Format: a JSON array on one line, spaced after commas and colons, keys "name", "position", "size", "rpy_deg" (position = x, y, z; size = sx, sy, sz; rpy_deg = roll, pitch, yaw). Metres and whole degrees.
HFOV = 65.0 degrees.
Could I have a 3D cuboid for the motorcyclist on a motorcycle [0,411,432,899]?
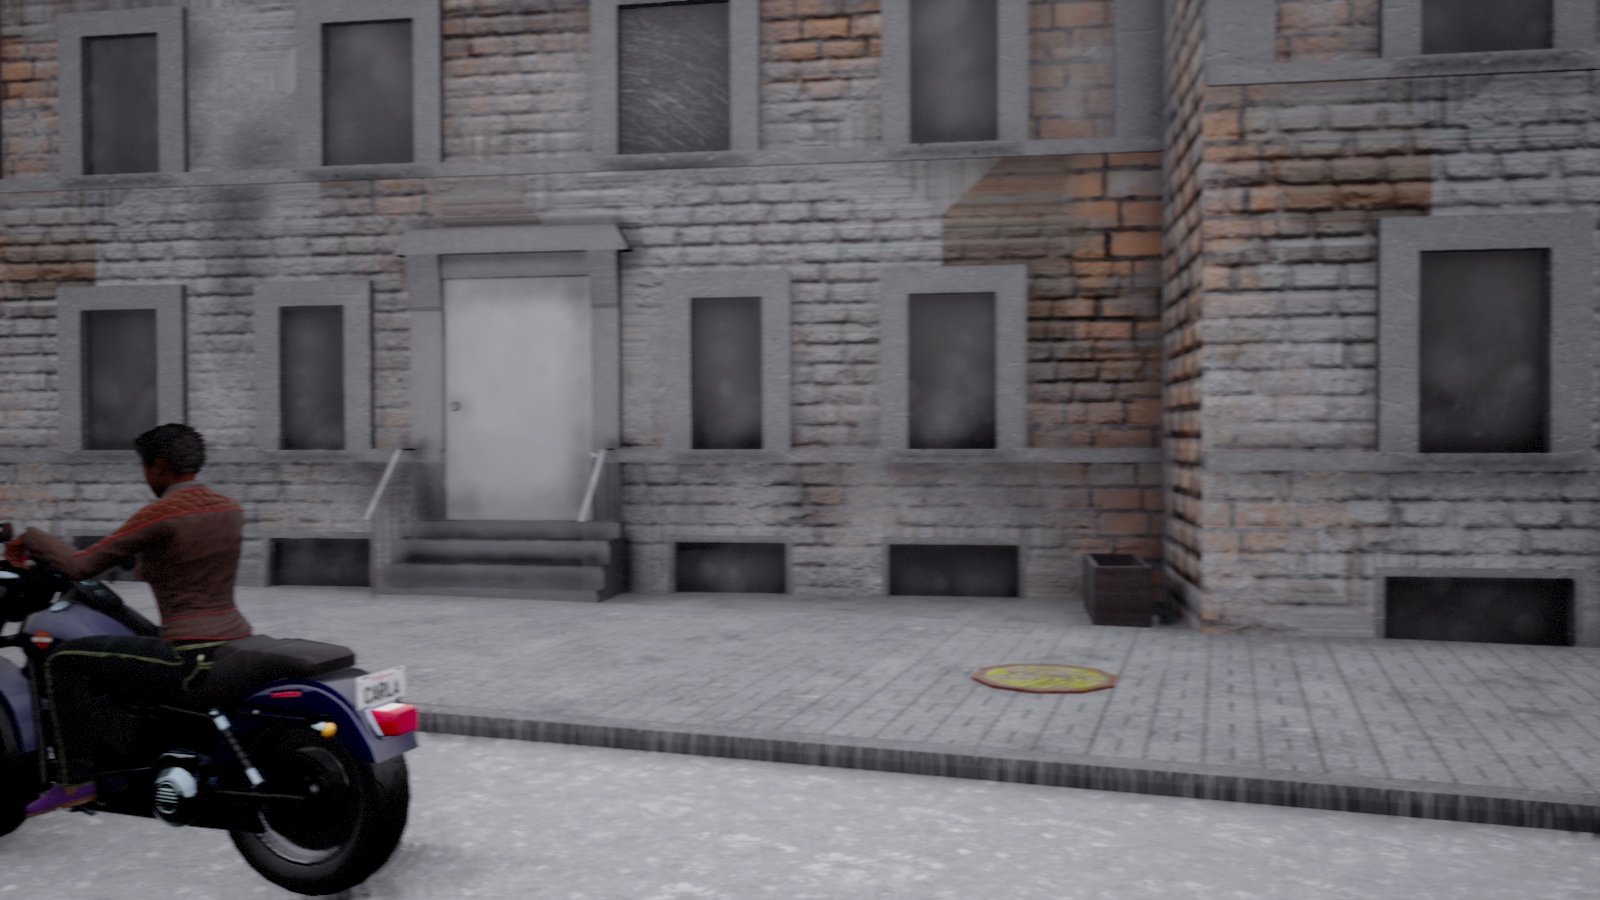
[{"name": "motorcyclist on a motorcycle", "position": [-2.582, 0.694, 4.588], "size": [2.350, 1.649, 0.766], "rpy_deg": [0, 1, 19]}]
